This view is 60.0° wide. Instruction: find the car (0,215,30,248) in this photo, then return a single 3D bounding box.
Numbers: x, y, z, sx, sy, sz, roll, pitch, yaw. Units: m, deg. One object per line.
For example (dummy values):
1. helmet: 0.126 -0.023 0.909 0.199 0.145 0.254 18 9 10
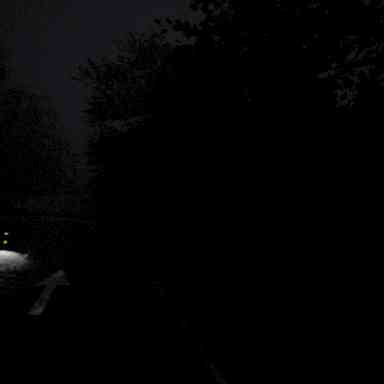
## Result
1. car: -9.078 1.803 15.805 1.994 1.385 4.181 2 -2 -15
